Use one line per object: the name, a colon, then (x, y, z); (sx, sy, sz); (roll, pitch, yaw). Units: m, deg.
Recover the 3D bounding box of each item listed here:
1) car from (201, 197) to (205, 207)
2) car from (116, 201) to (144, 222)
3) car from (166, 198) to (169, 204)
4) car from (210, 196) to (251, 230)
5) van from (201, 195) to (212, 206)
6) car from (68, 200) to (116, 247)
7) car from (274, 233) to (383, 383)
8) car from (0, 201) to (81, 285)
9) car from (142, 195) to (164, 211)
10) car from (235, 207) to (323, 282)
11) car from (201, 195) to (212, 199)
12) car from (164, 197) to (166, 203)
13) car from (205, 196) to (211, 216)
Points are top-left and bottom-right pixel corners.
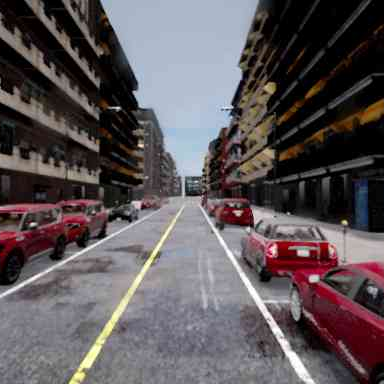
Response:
car: (2.535, 1.645, 42.887); (1.802, 1.307, 4.206); (1, 0, 0)
car: (-5.306, 1.593, 26.350); (1.947, 1.339, 4.313); (1, 0, 0)
car: (-5.319, 1.723, 65.064); (1.802, 1.307, 4.206); (1, 0, 0)
car: (2.548, 1.333, 20.761); (2.192, 1.841, 5.009); (1, 0, 0)
van: (2.534, 1.459, 59.482); (1.690, 1.788, 3.998); (1, 0, 0)
car: (-5.296, 1.328, 15.287); (2.192, 1.841, 5.009); (1, 0, 0)
car: (2.582, 1.547, 4.167); (1.887, 1.381, 4.507); (1, 0, 0)
car: (-5.294, 1.322, 9.757); (2.192, 1.841, 5.009); (1, 0, 0)
car: (-5.305, 1.379, 42.940); (2.192, 1.841, 5.009); (1, 0, 0)
car: (2.591, 1.447, 9.699); (1.967, 1.590, 4.097); (1, 0, 0)
car: (2.537, 1.413, 53.950); (2.192, 1.841, 5.009); (1, 0, 0)
car: (-5.313, 1.625, 48.471); (1.887, 1.381, 4.507); (1, 0, 0)
car: (2.541, 1.477, 31.824); (1.967, 1.590, 4.097); (1, 0, 0)
